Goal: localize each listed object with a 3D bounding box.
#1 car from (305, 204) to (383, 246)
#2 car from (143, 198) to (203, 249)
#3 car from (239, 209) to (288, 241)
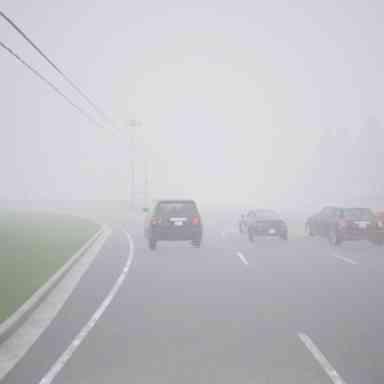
[{"bbox_3d":[7.105,1.433,15.968,2.097,1.767,4.553,0,0,0],"label":"car"},{"bbox_3d":[-1.016,1.299,15.291,2.150,2.045,5.566,0,0,-11],"label":"car"},{"bbox_3d":[3.608,1.613,17.275,1.812,1.442,4.674,0,0,0],"label":"car"}]
